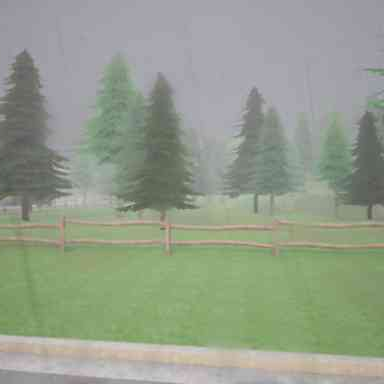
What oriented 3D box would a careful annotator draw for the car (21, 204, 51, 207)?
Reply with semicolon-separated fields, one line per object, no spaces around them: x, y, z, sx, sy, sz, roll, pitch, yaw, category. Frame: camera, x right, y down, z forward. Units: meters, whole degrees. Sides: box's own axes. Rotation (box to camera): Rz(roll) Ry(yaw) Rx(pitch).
-28.926;1.787;62.697;2.150;2.045;5.566;-1;0;9;car

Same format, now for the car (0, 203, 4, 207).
-35.833;2.108;63.817;2.128;1.511;4.902;-1;0;9;car

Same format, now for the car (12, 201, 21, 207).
-32.375;2.146;63.270;1.895;1.301;4.718;-1;0;9;car
